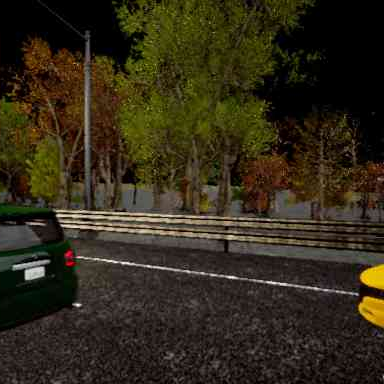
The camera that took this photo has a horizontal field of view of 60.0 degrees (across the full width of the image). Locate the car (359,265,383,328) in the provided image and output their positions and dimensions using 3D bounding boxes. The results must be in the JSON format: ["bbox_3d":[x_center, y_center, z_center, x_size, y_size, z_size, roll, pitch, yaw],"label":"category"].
[{"bbox_3d":[5.119,1.484,4.625,5.008,1.535,1.882,0,0,29],"label":"car"}]

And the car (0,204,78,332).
[{"bbox_3d":[-4.571,1.236,6.044,5.566,2.045,2.150,0,0,29],"label":"car"}]
